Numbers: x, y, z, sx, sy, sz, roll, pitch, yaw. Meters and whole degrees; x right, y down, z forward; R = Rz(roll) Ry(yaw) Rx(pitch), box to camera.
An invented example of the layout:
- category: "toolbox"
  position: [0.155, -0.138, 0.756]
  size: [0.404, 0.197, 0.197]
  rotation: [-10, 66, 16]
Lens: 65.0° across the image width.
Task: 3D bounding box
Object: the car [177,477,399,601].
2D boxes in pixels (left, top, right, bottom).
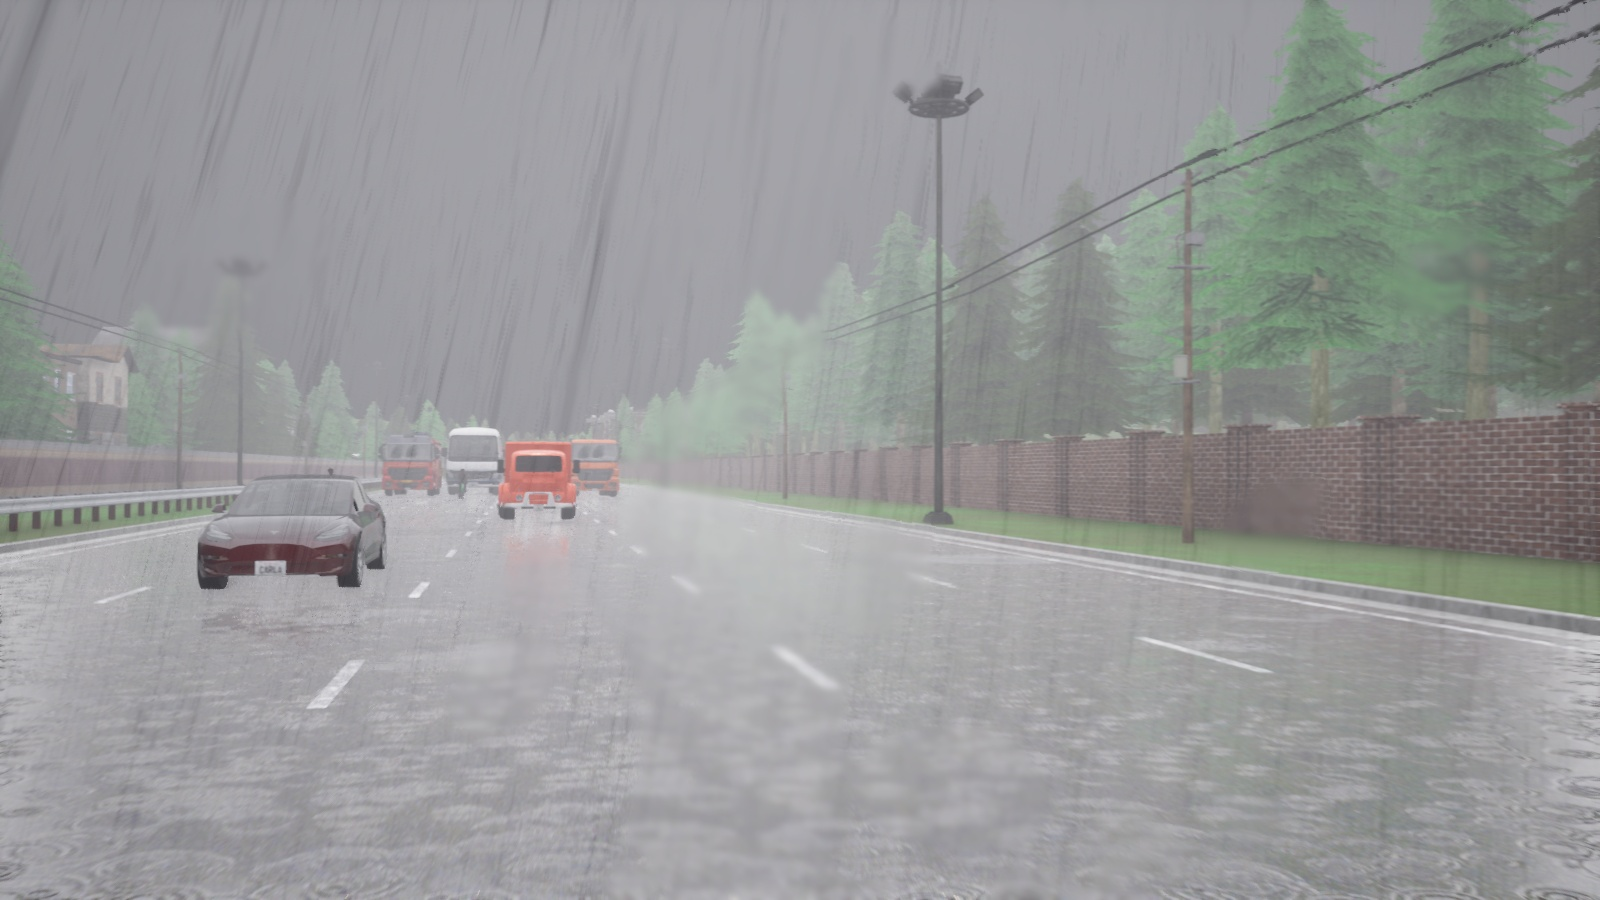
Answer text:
- category: "car"
  position: [-7.093, 1.143, 17.948]
  size: [2.163, 1.488, 4.792]
  rotation: [0, -1, -13]

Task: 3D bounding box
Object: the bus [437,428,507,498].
- category: "bus"
  position: [-21.097, 0.881, 81.330]
  size: [3.944, 4.253, 10.273]
  rotation: [0, -1, -12]

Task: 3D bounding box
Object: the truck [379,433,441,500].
- category: "truck"
  position: [-23.539, 1.016, 76.161]
  size: [2.891, 3.827, 8.468]
  rotation: [0, -1, -12]

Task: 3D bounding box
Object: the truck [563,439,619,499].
- category: "truck"
  position: [-12.686, 1.146, 75.710]
  size: [2.891, 3.462, 7.936]
  rotation: [0, -1, -12]

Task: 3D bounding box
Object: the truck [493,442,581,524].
- category: "truck"
  position: [-8.538, 1.042, 40.717]
  size: [2.627, 2.467, 5.204]
  rotation: [0, -1, -12]
